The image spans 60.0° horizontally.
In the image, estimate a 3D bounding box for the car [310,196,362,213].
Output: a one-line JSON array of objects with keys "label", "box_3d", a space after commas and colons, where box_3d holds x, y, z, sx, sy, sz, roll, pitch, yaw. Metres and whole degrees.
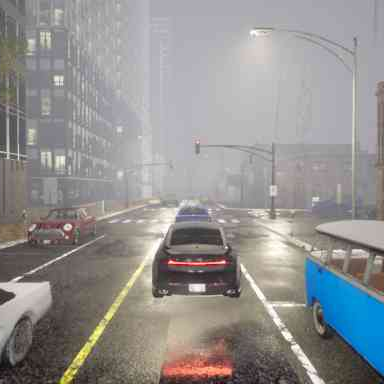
[{"label": "car", "box_3d": [16.478, 1.411, 38.362, 5.009, 1.841, 2.192, 1, 0, 1]}]

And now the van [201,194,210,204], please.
[{"label": "van", "box_3d": [2.594, 1.325, 64.278, 1.690, 1.788, 3.998, -1, 0, 0]}]

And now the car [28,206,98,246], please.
[{"label": "car", "box_3d": [-5.723, 1.436, 15.086, 1.967, 1.590, 4.097, -1, 0, 0]}]

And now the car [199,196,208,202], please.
[{"label": "car", "box_3d": [2.584, 1.564, 75.565, 1.802, 1.307, 4.206, -1, 0, 0]}]

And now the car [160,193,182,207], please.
[{"label": "car", "box_3d": [-3.163, 1.208, 51.213, 2.150, 2.045, 5.566, 0, 0, 1]}]

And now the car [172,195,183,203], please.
[{"label": "car", "box_3d": [-3.089, 1.508, 71.377, 2.128, 1.511, 4.902, 0, 0, 0]}]

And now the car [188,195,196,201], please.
[{"label": "car", "box_3d": [-0.100, 1.480, 79.560, 1.837, 1.490, 4.892, 0, 0, 0]}]

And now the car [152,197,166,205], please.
[{"label": "car", "box_3d": [-5.742, 1.551, 58.677, 1.947, 1.339, 4.313, -1, 0, 0]}]

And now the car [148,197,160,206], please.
[{"label": "car", "box_3d": [-5.906, 1.512, 52.864, 1.752, 1.417, 4.829, -1, 0, 0]}]

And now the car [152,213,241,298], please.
[{"label": "car", "box_3d": [0.087, 1.502, 8.495, 1.837, 1.490, 4.892, 0, 0, 0]}]

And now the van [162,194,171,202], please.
[{"label": "van", "box_3d": [-5.767, 1.323, 75.610, 1.690, 1.788, 3.998, -1, 0, 0]}]

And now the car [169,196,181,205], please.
[{"label": "car", "box_3d": [-3.145, 1.462, 61.105, 1.882, 1.535, 5.008, 0, 0, 0]}]

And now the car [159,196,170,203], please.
[{"label": "car", "box_3d": [-5.756, 1.549, 69.966, 1.947, 1.339, 4.313, -1, 0, 0]}]

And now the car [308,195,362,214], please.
[{"label": "car", "box_3d": [15.504, 1.349, 35.776, 5.566, 2.045, 2.150, 1, 1, 1]}]

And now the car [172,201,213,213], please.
[{"label": "car", "box_3d": [0.069, 1.472, 17.982, 1.882, 1.535, 5.008, 0, 0, 0]}]

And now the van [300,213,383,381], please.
[{"label": "van", "box_3d": [2.669, 1.340, 4.013, 1.690, 1.788, 3.998, -1, 0, 0]}]

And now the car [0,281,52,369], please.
[{"label": "car", "box_3d": [-3.105, 1.600, 2.952, 1.895, 1.301, 4.718, 0, 0, 0]}]

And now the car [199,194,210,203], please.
[{"label": "car", "box_3d": [2.587, 1.298, 69.921, 2.192, 1.841, 5.009, -1, 0, 0]}]

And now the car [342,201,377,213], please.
[{"label": "car", "box_3d": [16.379, 1.793, 29.985, 4.313, 1.339, 1.947, 1, 0, 1]}]

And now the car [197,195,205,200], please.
[{"label": "car", "box_3d": [2.563, 1.531, 92.498, 2.008, 1.369, 4.403, -1, 0, 0]}]

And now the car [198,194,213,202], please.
[{"label": "car", "box_3d": [2.603, 1.425, 58.633, 1.967, 1.590, 4.097, -1, 0, 0]}]
